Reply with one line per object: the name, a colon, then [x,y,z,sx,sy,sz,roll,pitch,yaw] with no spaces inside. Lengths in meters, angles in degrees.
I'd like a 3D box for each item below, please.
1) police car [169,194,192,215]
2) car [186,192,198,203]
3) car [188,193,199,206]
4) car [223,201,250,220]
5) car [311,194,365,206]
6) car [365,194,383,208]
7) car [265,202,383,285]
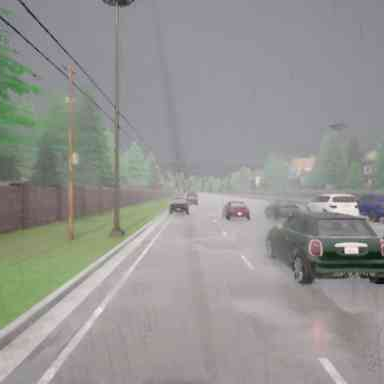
police car: [-1.224,1.359,33.061,1.930,1.638,5.238,0,0,0]
car: [0.004,1.115,65.006,2.150,2.045,5.566,0,0,0]
car: [0.004,1.373,52.163,1.882,1.535,5.008,0,0,0]
car: [3.588,1.471,27.363,1.812,1.442,4.674,0,0,0]
car: [10.602,1.171,25.523,2.150,2.045,5.566,0,0,0]
car: [14.101,1.171,25.474,2.150,2.045,5.566,0,0,0]
car: [3.599,1.333,9.625,2.097,1.767,4.553,0,0,0]
